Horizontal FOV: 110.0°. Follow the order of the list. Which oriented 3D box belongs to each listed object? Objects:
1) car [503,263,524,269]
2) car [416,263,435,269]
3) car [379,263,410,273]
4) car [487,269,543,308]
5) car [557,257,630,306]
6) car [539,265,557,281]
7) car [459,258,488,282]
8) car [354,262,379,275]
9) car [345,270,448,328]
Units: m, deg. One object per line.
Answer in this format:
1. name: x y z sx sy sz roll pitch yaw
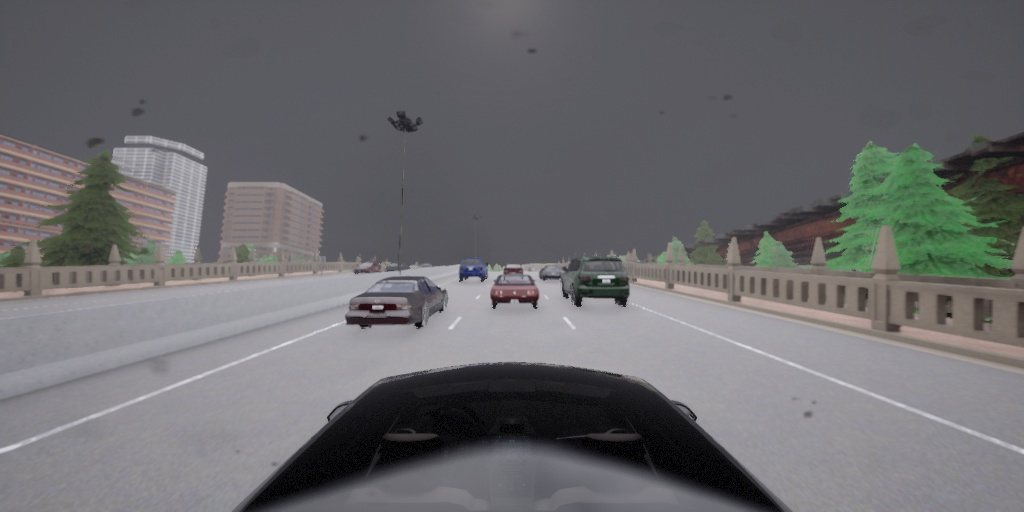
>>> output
1. car: 0.128 1.441 34.385 1.882 1.535 5.008 0 0 0
2. car: -10.551 1.591 44.256 1.994 1.385 4.181 0 0 0
3. car: -14.056 1.574 44.199 2.033 1.411 5.357 0 0 0
4. car: 0.111 1.443 15.809 1.895 1.301 4.718 0 0 0
5. car: 3.613 1.068 16.395 2.150 2.045 5.566 0 0 0
6. car: 3.627 1.522 33.413 1.994 1.385 4.181 0 0 0
7. car: -3.374 1.170 32.019 2.150 2.045 5.566 0 0 0
8. car: -17.552 1.501 43.785 1.882 1.535 5.008 0 0 0
9. car: -3.392 1.361 11.573 2.033 1.411 5.357 0 0 0
